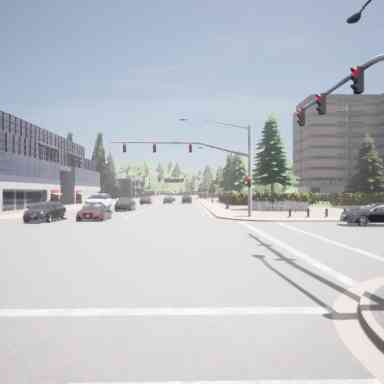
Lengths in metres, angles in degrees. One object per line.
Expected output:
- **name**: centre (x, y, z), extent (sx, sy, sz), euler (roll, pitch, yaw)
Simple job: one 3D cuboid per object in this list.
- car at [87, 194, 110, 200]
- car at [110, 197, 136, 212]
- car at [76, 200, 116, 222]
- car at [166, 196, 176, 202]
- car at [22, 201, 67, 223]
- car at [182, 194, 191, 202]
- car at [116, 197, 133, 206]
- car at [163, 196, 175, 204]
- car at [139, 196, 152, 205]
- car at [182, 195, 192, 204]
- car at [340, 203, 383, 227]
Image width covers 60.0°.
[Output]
- **car**: centre (-11.343, 1.220, 40.437), extent (2.150, 2.045, 5.566), euler (0, 0, -1)
- **car**: centre (-7.831, 1.478, 39.241), extent (1.882, 1.535, 5.008), euler (0, 0, -1)
- **car**: centre (-7.592, 1.564, 26.074), extent (1.994, 1.385, 4.181), euler (0, 0, -1)
- **car**: centre (-4.728, 1.510, 75.301), extent (1.895, 1.301, 4.718), euler (0, 0, -1)
- **car**: centre (-11.078, 1.507, 25.390), extent (1.837, 1.490, 4.892), euler (0, -1, -1)
- **car**: centre (-1.223, 1.355, 75.056), extent (2.097, 1.767, 4.553), euler (0, 0, -1)
- **car**: centre (-11.560, 1.564, 57.203), extent (1.994, 1.385, 4.181), euler (0, 0, -1)
- **car**: centre (-4.582, 1.547, 64.666), extent (2.033, 1.411, 5.357), euler (0, 0, -1)
- **car**: centre (-8.068, 1.477, 58.138), extent (1.882, 1.535, 5.008), euler (0, 0, -1)
- **car**: centre (-0.985, 1.505, 64.990), extent (1.837, 1.490, 4.892), euler (0, 0, -1)
- **car**: centre (12.499, 1.492, 22.272), extent (4.902, 1.511, 2.128), euler (0, 0, -1)
